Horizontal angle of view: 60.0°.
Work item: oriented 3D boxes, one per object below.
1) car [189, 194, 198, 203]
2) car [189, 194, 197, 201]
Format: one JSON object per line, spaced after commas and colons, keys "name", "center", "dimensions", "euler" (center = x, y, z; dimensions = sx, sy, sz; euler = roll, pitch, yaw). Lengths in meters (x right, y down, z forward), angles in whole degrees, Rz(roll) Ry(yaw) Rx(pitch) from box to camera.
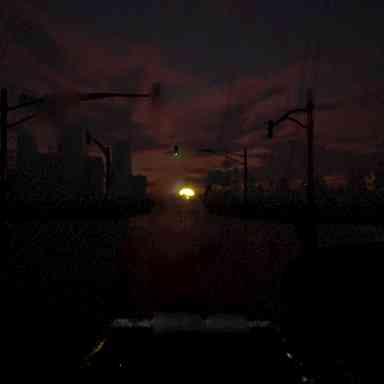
{"name": "car", "center": [0.263, 1.529, 71.410], "dimensions": [2.033, 1.411, 5.357], "euler": [0, 0, 0]}
{"name": "car", "center": [0.316, 1.336, 81.833], "dimensions": [1.837, 1.490, 4.892], "euler": [0, 0, 0]}
